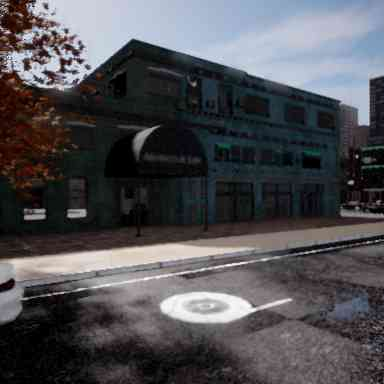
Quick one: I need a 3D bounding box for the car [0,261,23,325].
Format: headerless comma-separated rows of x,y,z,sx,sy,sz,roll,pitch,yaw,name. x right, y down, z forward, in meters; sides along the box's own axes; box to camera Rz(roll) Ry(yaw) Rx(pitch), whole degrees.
-4.791,1.517,4.267,4.674,1.442,1.812,1,0,-35,car

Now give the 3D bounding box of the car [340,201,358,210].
25.456,2.176,52.866,2.008,1.369,4.403,-1,0,-36,car

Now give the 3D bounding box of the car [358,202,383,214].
23.440,2.119,41.126,1.947,1.339,4.313,-1,0,-36,car
